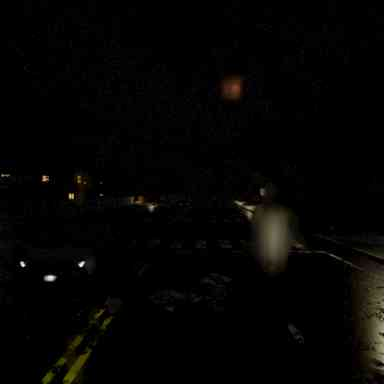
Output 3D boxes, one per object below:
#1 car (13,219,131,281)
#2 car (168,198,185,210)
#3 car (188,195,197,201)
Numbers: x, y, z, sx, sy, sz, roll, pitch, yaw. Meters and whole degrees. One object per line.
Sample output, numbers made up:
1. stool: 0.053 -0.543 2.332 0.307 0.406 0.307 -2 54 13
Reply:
1. car: -3.164 1.555 10.135 2.033 1.411 5.357 0 0 1
2. car: -2.062 1.554 44.201 1.882 1.535 5.008 0 0 3
3. car: 0.170 1.507 76.823 1.837 1.490 4.892 0 0 5
